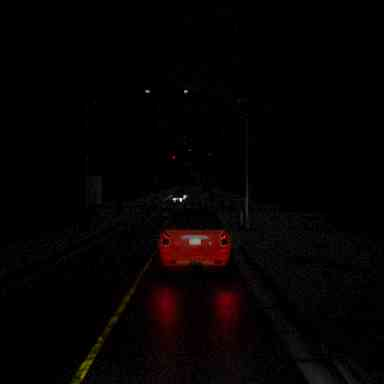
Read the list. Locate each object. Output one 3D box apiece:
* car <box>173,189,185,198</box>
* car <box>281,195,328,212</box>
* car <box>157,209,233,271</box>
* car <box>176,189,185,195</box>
[{"bbox_3d":[-2.749,0.473,65.930,2.033,1.411,5.357,0,2,0],"label":"car"},{"bbox_3d":[12.719,1.213,37.450,5.009,1.841,2.192,1,0,0],"label":"car"},{"bbox_3d":[0.092,1.350,11.052,2.097,1.767,4.553,0,0,0],"label":"car"},{"bbox_3d":[-2.741,-0.045,81.382,1.895,1.301,4.718,0,2,0],"label":"car"}]
